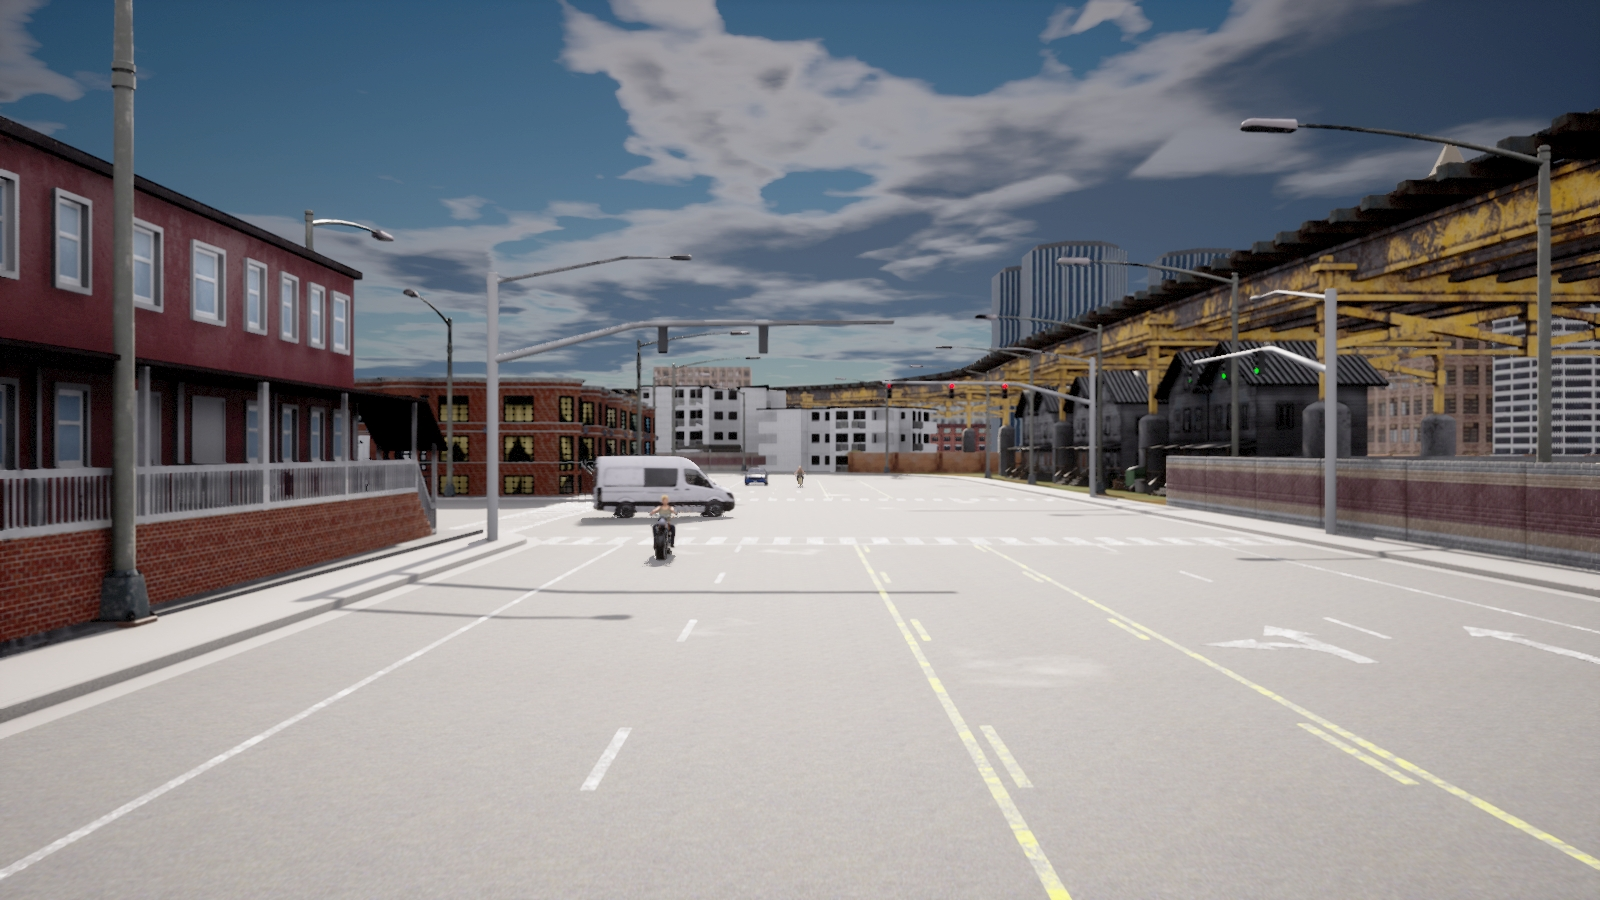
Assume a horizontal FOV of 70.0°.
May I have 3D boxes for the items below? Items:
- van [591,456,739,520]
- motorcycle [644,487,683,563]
[{"bbox_3d":[-5.677,1.546,47.835,5.915,2.561,1.988,0,1,-16],"label":"van"},{"bbox_3d":[-3.533,1.915,29.735,0.764,1.802,2.356,0,0,-2],"label":"motorcycle"}]
